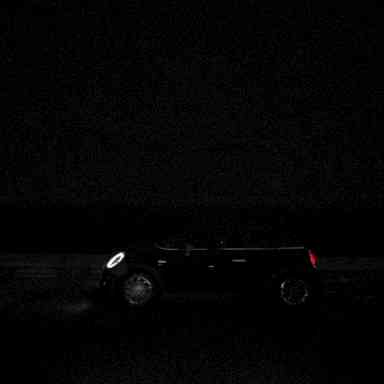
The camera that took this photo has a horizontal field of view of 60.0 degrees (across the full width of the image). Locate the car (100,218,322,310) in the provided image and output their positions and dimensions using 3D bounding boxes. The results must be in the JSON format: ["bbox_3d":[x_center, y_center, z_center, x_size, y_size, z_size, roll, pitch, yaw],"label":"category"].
[{"bbox_3d":[0.353,1.383,7.399,4.553,1.767,2.097,1,0,-1],"label":"car"}]
